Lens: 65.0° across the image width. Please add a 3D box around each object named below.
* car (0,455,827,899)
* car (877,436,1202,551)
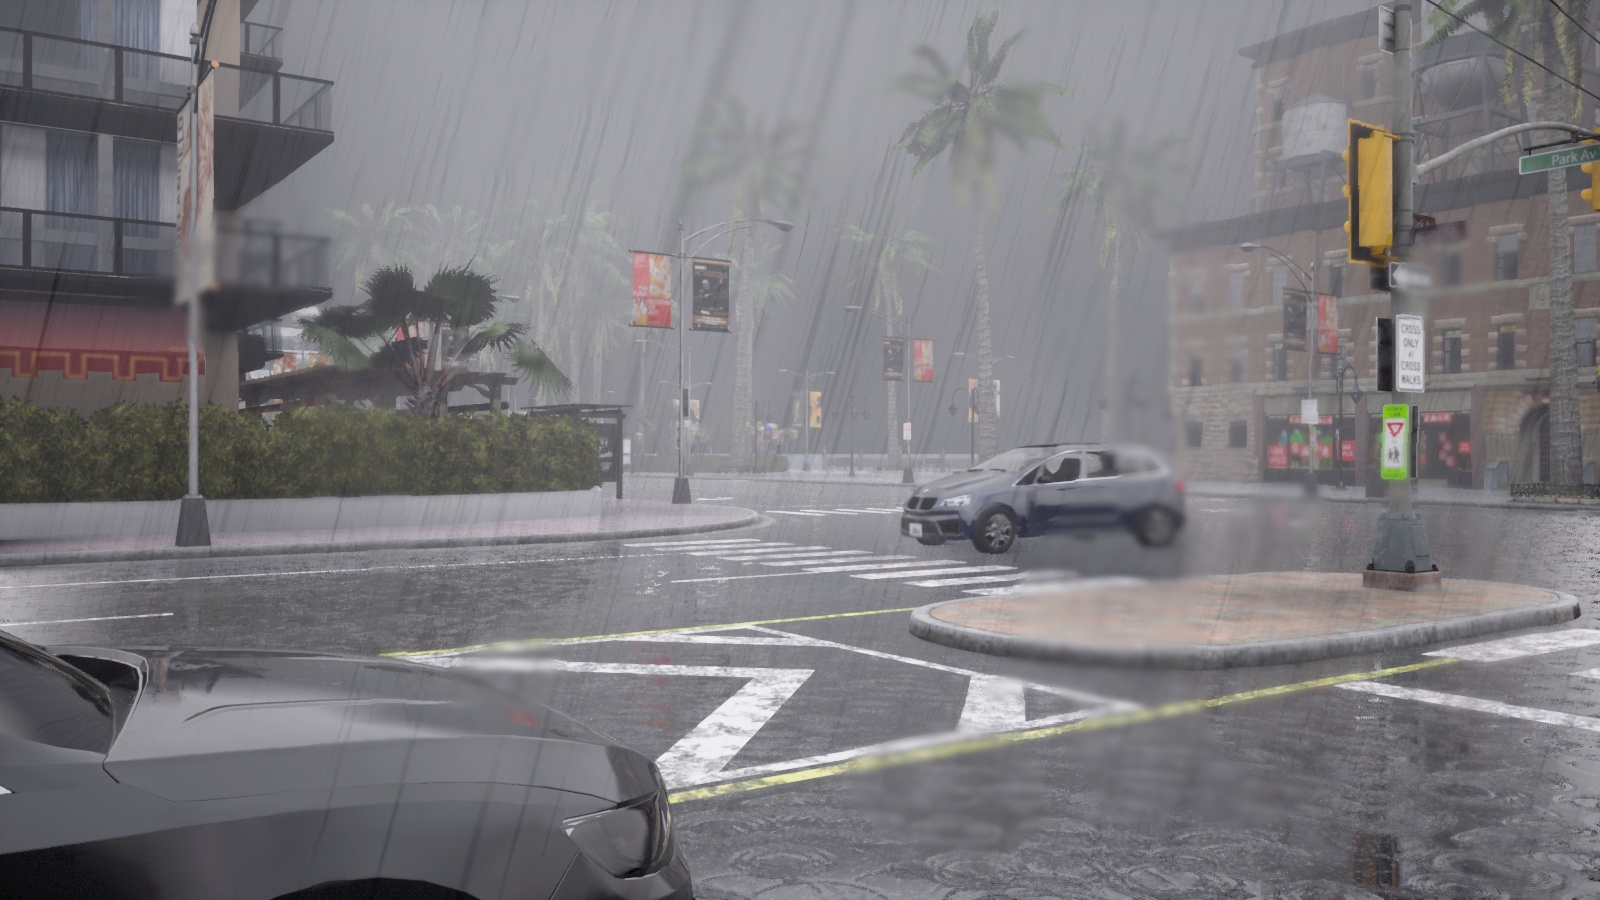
[{"bbox_3d":[-2.478,0.760,1.933,4.892,1.490,1.837,0,0,-35],"label":"car"},{"bbox_3d":[3.803,0.630,20.012,4.611,1.667,2.242,0,0,-23],"label":"car"}]
